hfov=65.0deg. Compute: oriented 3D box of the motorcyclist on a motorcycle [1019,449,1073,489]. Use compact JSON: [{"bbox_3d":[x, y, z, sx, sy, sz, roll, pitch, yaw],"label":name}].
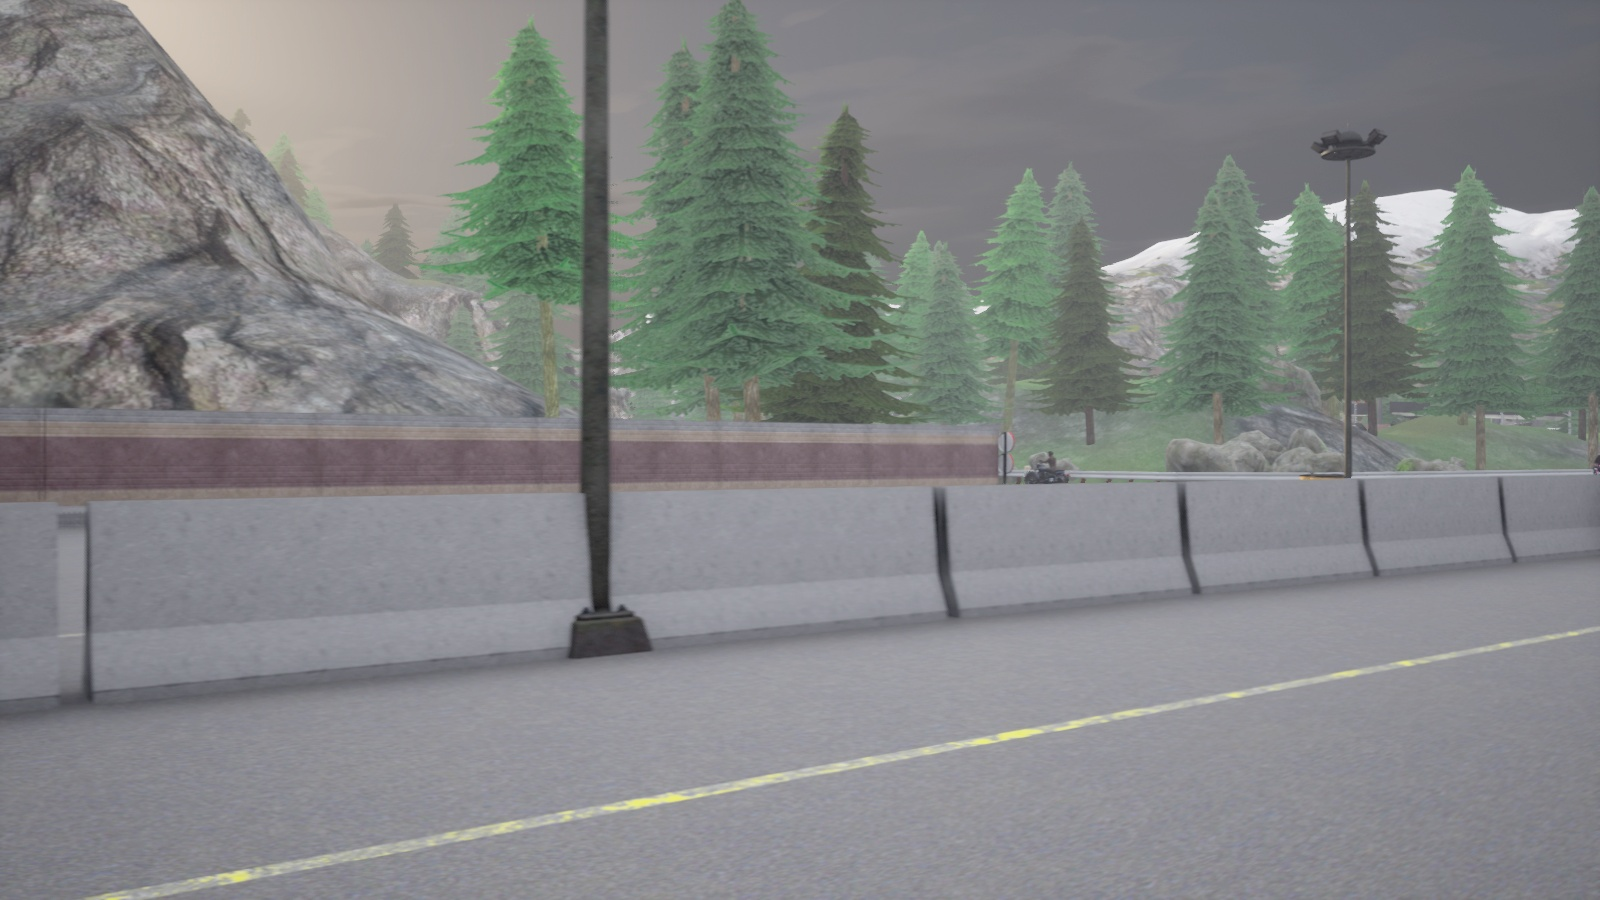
[{"bbox_3d":[10.439,0.805,53.319,0.766,1.649,2.350,0,0,-37],"label":"motorcyclist on a motorcycle"}]
